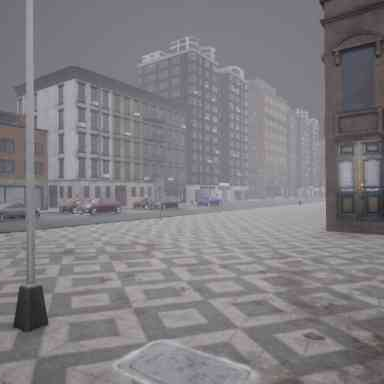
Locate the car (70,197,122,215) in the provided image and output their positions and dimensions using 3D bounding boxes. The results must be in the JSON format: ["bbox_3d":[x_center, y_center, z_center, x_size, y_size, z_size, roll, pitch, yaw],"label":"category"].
[{"bbox_3d":[-9.287,1.320,33.263,2.097,1.767,4.553,-1,0,35],"label":"car"}]

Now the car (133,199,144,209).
[{"bbox_3d":[-5.606,1.449,44.039,1.882,1.535,5.008,-1,0,36],"label":"car"}]

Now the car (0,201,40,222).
[{"bbox_3d":[-14.279,1.550,26.233,1.994,1.385,4.181,-1,0,35],"label":"car"}]

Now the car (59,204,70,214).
[{"bbox_3d":[-11.666,1.471,35.521,1.882,1.535,5.008,-1,0,35],"label":"car"}]

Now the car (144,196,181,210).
[{"bbox_3d":[-3.370,1.299,41.579,2.097,1.767,4.553,-1,0,35],"label":"car"}]

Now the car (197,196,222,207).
[{"bbox_3d":[2.637,1.402,49.963,1.882,1.535,5.008,-1,0,36],"label":"car"}]
